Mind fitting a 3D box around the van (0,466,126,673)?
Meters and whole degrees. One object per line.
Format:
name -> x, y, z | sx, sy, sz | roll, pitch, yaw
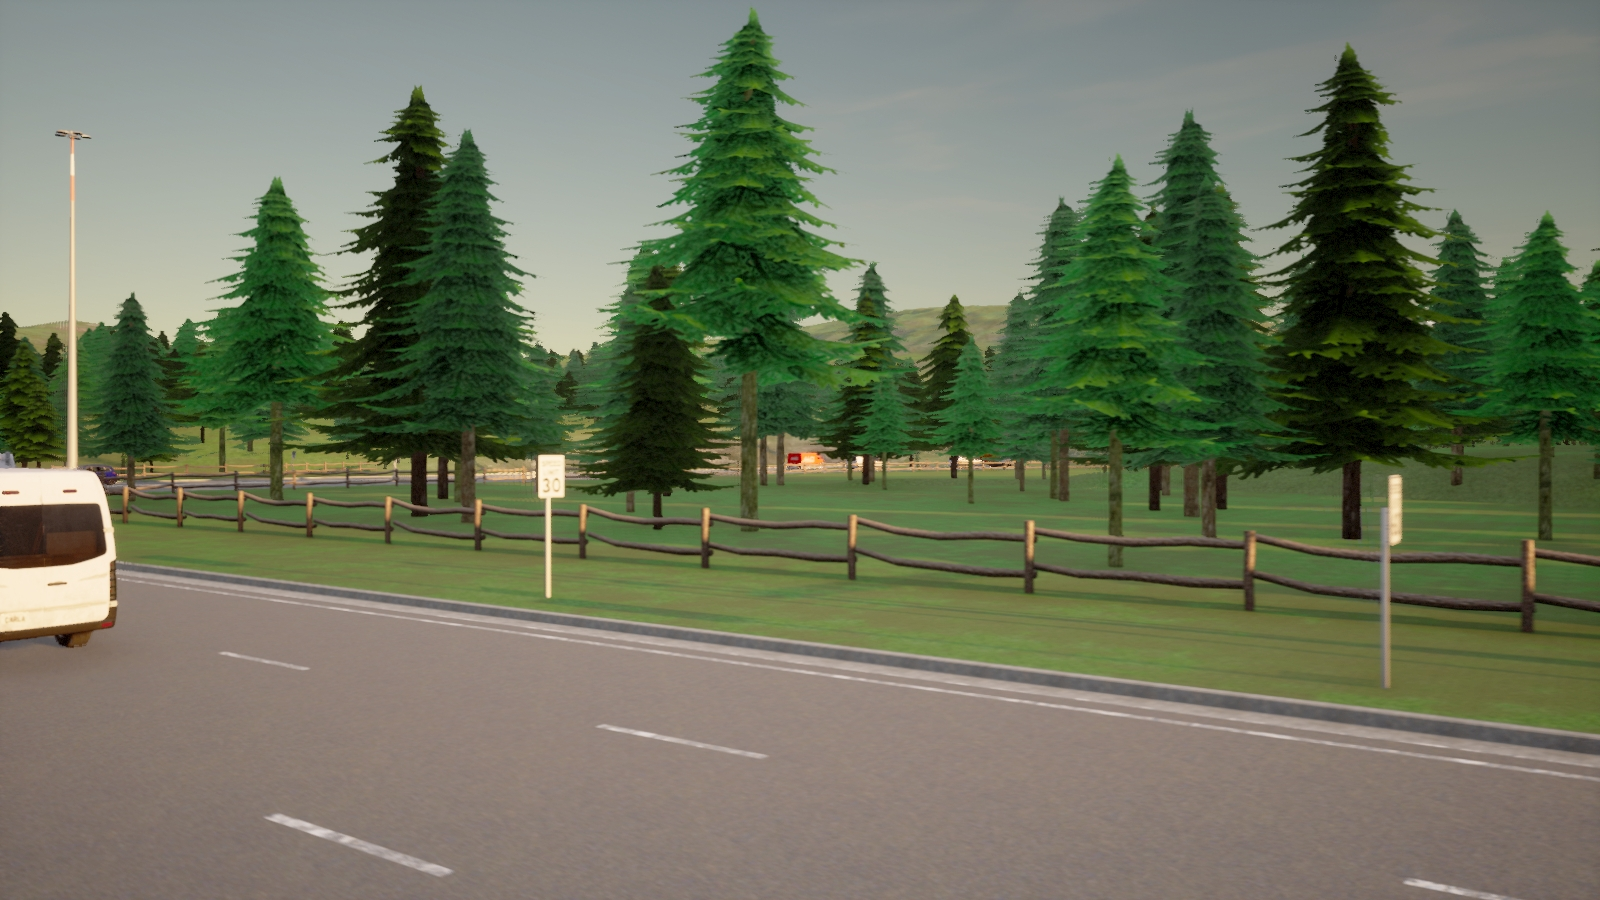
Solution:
van -> -12.289, 1.536, 16.648 | 5.915, 2.561, 1.988 | 0, 0, 35
